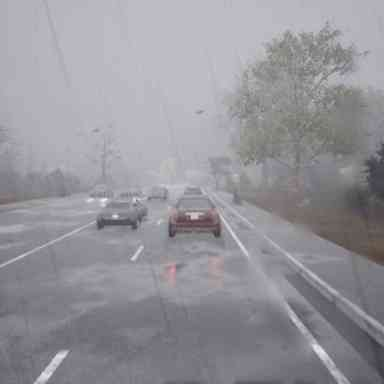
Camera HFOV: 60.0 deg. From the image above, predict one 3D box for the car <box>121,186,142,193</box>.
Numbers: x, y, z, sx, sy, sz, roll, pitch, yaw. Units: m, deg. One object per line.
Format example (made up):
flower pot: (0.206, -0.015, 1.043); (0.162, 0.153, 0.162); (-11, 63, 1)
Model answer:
car: (-7.086, -0.065, 39.202); (1.994, 1.385, 4.181); (0, 3, 0)

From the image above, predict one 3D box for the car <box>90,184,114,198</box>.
car: (-10.586, -0.123, 39.191); (1.837, 1.490, 4.892); (0, 3, 0)

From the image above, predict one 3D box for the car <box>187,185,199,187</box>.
car: (0.102, 0.007, 36.152); (2.128, 1.511, 4.902); (0, 3, 0)

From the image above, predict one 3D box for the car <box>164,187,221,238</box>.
car: (0.101, 0.876, 14.830); (2.097, 1.767, 4.553); (0, 3, 0)

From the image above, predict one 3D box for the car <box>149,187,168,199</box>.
car: (-3.415, 0.134, 34.655); (2.033, 1.411, 5.357); (0, 3, 0)

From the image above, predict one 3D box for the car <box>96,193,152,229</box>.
car: (-3.466, 0.980, 17.139); (1.994, 1.385, 4.181); (0, 3, 1)
